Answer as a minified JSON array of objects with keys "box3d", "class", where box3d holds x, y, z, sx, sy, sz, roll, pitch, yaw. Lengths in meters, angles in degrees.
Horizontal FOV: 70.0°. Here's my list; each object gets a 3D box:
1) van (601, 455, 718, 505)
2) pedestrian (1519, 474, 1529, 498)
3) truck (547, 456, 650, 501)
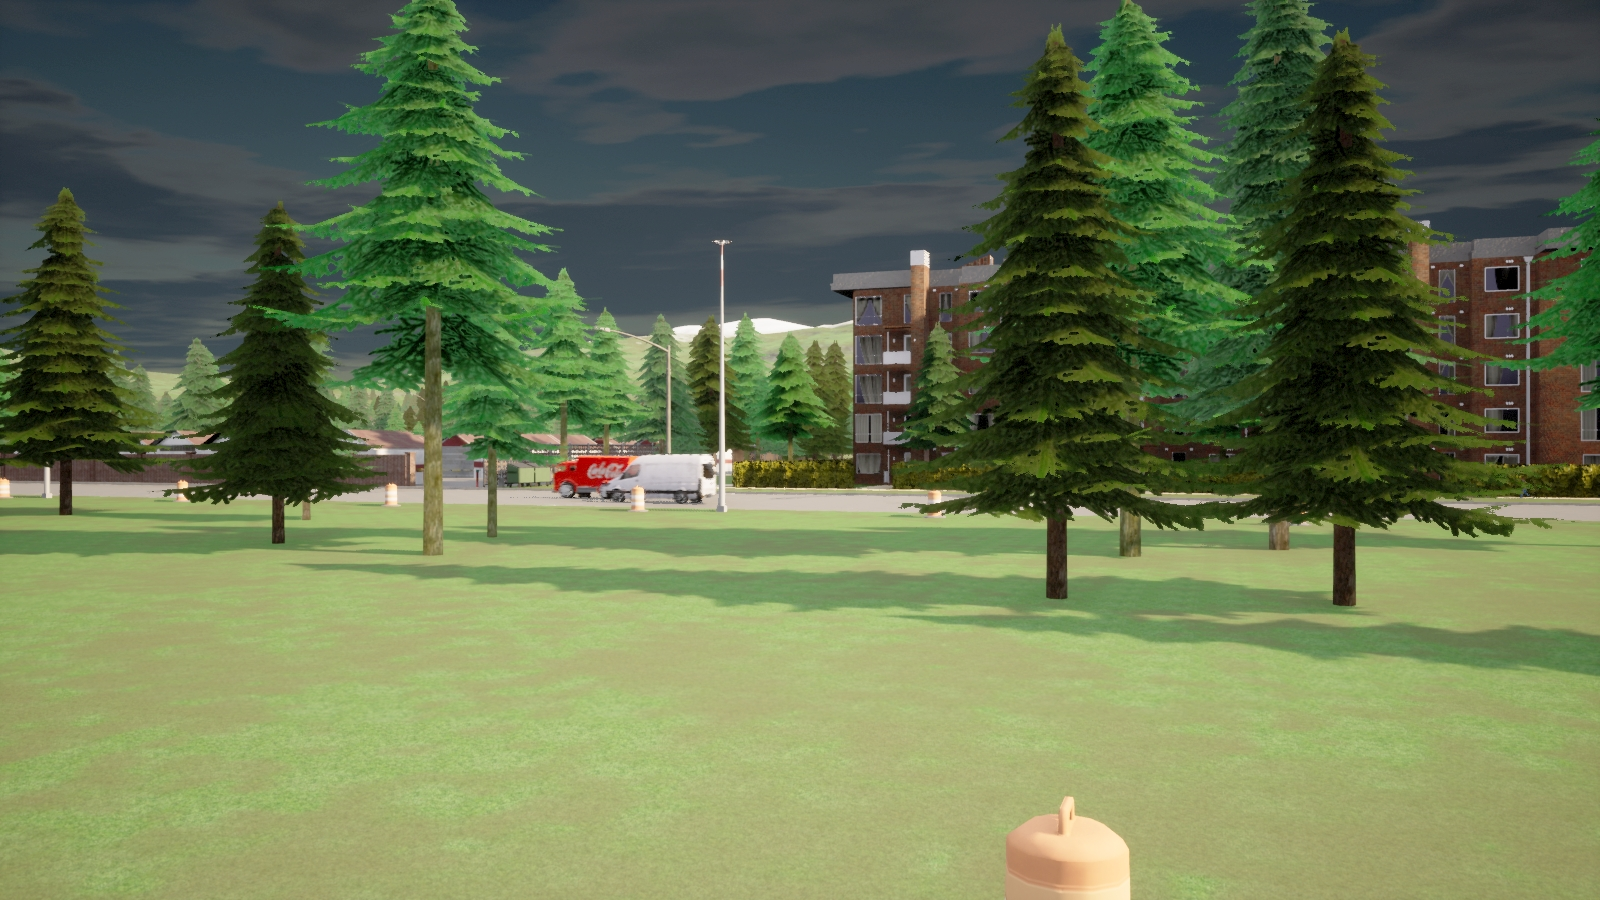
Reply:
[{"box3d":[-7.420,1.534,60.333,5.915,2.561,1.988,0,0,20],"class":"van"},{"box3d":[39.585,1.976,62.470,0.375,1.300,0.375,0,0,19],"class":"pedestrian"},{"box3d":[-11.575,1.569,65.581,5.204,2.467,2.627,0,0,20],"class":"truck"}]
